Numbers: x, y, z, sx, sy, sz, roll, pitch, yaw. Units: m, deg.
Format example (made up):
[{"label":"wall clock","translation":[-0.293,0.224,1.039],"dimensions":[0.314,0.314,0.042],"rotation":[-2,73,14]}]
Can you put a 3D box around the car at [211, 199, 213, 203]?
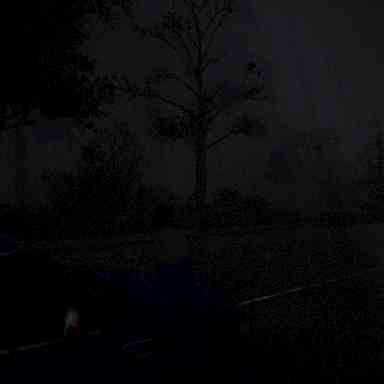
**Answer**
[{"label":"car","translation":[5.454,1.735,67.613],"dimensions":[1.812,1.442,4.674],"rotation":[0,0,-22]}]

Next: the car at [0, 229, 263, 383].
[{"label":"car","translation":[-1.991,1.214,2.302],"dimensions":[5.566,2.045,2.150],"rotation":[1,-1,-35]}]

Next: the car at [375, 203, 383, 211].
[{"label":"car","translation":[21.846,1.545,34.242],"dimensions":[2.033,1.411,5.357],"rotation":[0,0,-31]}]

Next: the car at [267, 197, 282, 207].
[{"label":"car","translation":[12.119,1.583,52.593],"dimensions":[1.812,1.442,4.674],"rotation":[0,0,-25]}]
